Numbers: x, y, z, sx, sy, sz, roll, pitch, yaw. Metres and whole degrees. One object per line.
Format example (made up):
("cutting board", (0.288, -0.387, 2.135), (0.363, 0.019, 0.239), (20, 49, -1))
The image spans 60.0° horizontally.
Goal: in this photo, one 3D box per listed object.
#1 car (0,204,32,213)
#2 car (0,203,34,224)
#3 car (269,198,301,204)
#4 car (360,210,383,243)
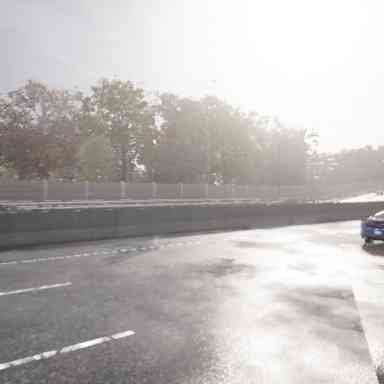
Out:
("car", (-12.904, 1.505, 20.582), (4.892, 1.490, 1.837), (0, 0, -35))
("car", (-13.919, 1.564, 24.155), (4.181, 1.385, 1.994), (0, 0, -35))
("car", (13.427, 1.583, 47.834), (5.357, 1.411, 2.033), (0, 0, -35))
("car", (9.494, 1.487, 14.810), (5.008, 1.535, 1.882), (0, 0, -36))
